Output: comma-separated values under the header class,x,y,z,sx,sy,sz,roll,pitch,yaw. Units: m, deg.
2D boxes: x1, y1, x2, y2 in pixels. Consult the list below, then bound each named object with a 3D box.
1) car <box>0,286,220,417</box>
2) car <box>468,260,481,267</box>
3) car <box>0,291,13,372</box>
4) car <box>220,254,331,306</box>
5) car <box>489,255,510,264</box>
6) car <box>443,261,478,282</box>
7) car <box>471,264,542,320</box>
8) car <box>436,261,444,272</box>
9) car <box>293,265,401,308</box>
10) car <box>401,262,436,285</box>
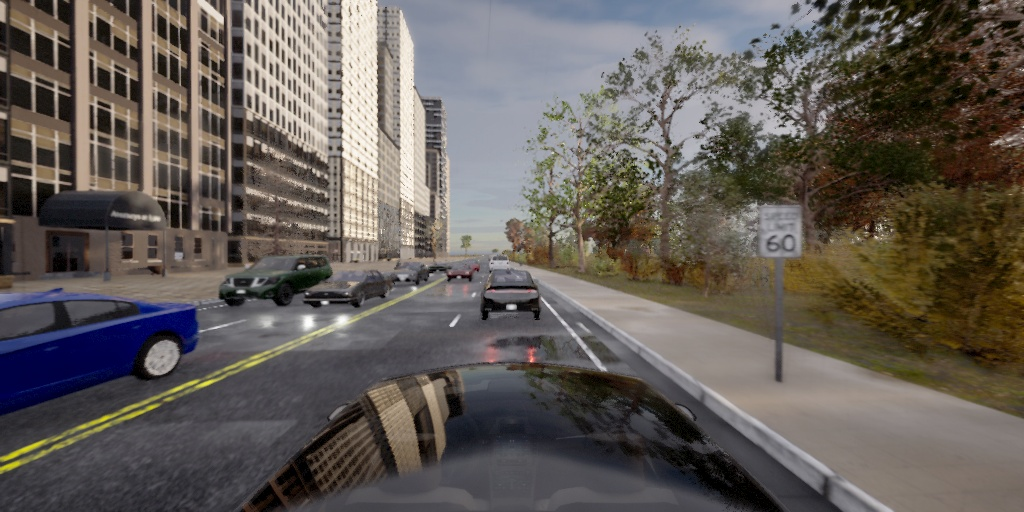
class,x,y,z,sx,sy,sz,roll,pitch,yaw
car,-6.610,1.228,4.396,1.882,1.535,5.008,0,0,0
car,-5.081,1.222,45.955,1.994,1.385,4.181,0,0,-4
car,-9.857,1.318,4.272,1.994,1.385,4.181,0,0,0
car,-9.980,0.950,15.866,2.150,2.045,5.566,0,0,-2
car,-1.383,0.889,39.632,2.150,2.045,5.566,0,0,-4
car,-4.026,1.296,28.697,1.895,1.301,4.718,0,0,-3
car,-0.068,1.218,12.535,2.128,1.511,4.902,0,0,-1
car,-8.070,1.274,40.577,1.895,1.301,4.718,0,0,-3
car,-6.716,1.274,15.442,2.033,1.411,5.357,0,0,-1
car,-7.120,1.197,25.493,2.128,1.511,4.902,0,0,-2
